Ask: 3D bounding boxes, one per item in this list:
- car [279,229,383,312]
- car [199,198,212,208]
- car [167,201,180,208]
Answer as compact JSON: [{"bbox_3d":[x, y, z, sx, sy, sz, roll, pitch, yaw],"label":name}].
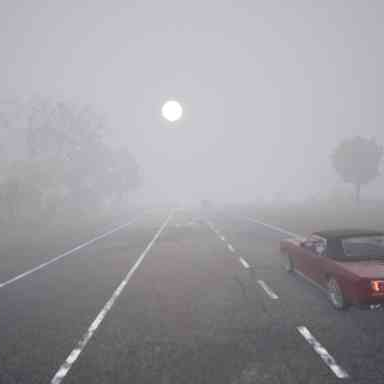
[{"bbox_3d":[3.440,1.482,7.430,1.895,1.301,4.718,-3,-1,-1],"label":"car"},{"bbox_3d":[2.396,1.883,57.567,1.837,1.490,4.892,-3,-1,-1],"label":"car"},{"bbox_3d":[-3.581,2.341,63.164,1.895,1.301,4.718,-3,0,6],"label":"car"}]
